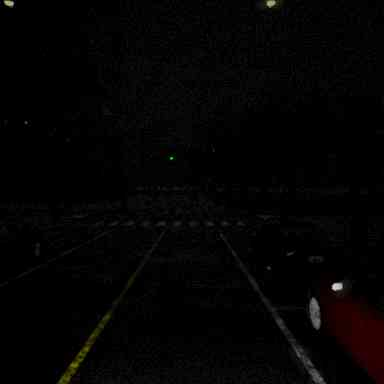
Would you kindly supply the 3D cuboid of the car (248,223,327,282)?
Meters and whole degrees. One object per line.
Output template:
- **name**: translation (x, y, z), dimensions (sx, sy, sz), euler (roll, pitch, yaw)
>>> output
- **car**: translation (2.747, 1.514, 9.440), dimensions (1.947, 1.339, 4.313), euler (-1, 0, 0)

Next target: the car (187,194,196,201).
- **car**: translation (-0.095, 1.298, 72.371), dimensions (2.128, 1.511, 4.902), euler (0, 0, 0)

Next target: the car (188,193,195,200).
- **car**: translation (-0.137, 1.149, 82.787), dimensions (1.882, 1.535, 5.008), euler (0, 0, 0)

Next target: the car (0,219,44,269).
- **car**: translation (-5.777, 1.499, 9.464), dimensions (2.008, 1.369, 4.403), euler (-1, 0, 0)

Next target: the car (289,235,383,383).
- **car**: translation (2.751, 1.523, 3.771), dimensions (1.887, 1.381, 4.507), euler (-1, 0, 0)
